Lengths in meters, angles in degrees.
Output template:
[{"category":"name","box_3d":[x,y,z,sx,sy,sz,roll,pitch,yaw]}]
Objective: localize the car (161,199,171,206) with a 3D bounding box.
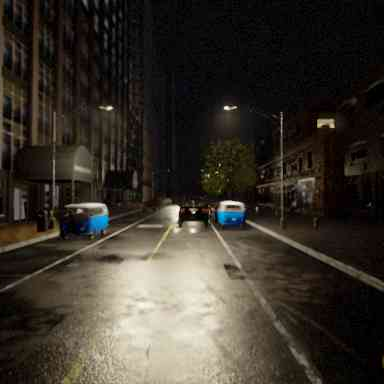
[{"category":"car","box_3d":[-5.663,2.241,73.226,1.947,1.339,4.313,1,0,0]}]

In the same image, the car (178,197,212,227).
[{"category":"car","box_3d":[0.104,1.470,25.259,2.150,2.045,5.566,0,0,0]}]

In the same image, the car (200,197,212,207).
[{"category":"car","box_3d":[2.720,1.943,67.681,2.192,1.841,5.009,1,0,0]}]

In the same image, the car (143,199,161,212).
[{"category":"car","box_3d":[-5.670,2.016,45.496,1.802,1.307,4.206,1,-1,0]}]

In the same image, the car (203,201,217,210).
[{"category":"car","box_3d":[2.712,2.066,51.041,1.802,1.307,4.206,1,-1,0]}]

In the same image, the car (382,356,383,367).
[{"category":"car","box_3d":[2.701,1.540,1.297,1.752,1.417,4.829,1,-1,0]}]

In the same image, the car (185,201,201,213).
[{"category":"car","box_3d":[0.108,1.973,44.489,2.033,1.411,5.357,0,-1,0]}]

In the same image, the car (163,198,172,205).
[{"category":"car","box_3d":[-5.661,2.245,78.601,1.752,1.417,4.829,1,0,0]}]

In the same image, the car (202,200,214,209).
[{"category":"car","box_3d":[2.715,2.060,56.757,1.752,1.417,4.829,1,0,0]}]

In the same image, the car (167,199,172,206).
[{"category":"car","box_3d":[-5.664,2.152,67.509,1.752,1.417,4.829,1,0,0]}]

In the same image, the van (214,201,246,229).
[{"category":"van","box_3d":[2.708,1.571,23.313,1.690,1.788,3.998,1,-1,0]}]

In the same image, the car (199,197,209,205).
[{"category":"car","box_3d":[2.723,2.037,78.774,2.192,1.841,5.009,1,0,0]}]

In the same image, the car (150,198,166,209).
[{"category":"car","box_3d":[-5.664,1.799,51.044,2.192,1.841,5.009,1,-1,0]}]

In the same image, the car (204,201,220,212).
[{"category":"car","box_3d":[2.711,1.979,45.496,1.887,1.381,4.507,1,-1,0]}]

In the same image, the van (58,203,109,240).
[{"category":"van","box_3d":[-5.673,1.518,17.769,1.690,1.788,3.998,1,-1,0]}]

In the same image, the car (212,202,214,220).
[{"category":"car","box_3d":[2.707,1.848,28.857,1.947,1.339,4.313,1,-1,0]}]
